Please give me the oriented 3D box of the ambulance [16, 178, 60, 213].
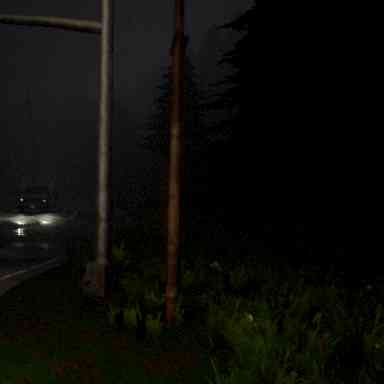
[{"bbox_3d":[-11.772,0.231,25.813,2.351,2.431,6.366,3,1,-16],"label":"ambulance"}]
